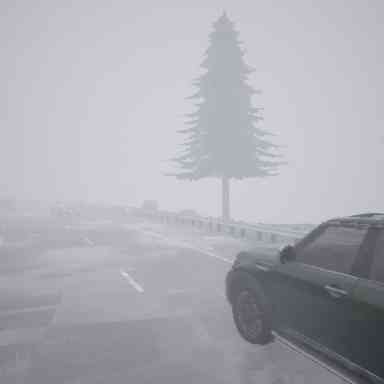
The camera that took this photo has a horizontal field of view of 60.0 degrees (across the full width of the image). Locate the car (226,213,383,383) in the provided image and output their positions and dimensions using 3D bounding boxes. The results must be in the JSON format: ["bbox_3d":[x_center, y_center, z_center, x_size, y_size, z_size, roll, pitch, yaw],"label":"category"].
[{"bbox_3d":[2.477,1.221,3.729,2.150,2.045,5.566,0,0,-23],"label":"car"}]

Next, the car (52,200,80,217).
[{"bbox_3d":[-12.009,1.526,31.644,1.812,1.442,4.674,0,0,-32],"label":"car"}]

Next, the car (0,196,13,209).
[{"bbox_3d":[-26.019,1.352,45.275,2.097,1.767,4.553,0,0,-43],"label":"car"}]
